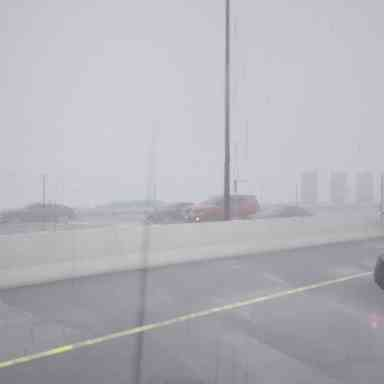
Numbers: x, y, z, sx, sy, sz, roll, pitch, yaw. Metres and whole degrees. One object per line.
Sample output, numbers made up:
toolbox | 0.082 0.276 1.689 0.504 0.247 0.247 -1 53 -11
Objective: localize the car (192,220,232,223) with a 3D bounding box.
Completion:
car | 2.028 1.179 21.822 5.566 2.045 2.150 0 0 -31

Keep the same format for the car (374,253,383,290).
car | 6.113 1.563 7.657 4.181 1.385 1.994 0 0 -32

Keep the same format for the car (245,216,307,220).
car | 5.322 1.498 19.704 4.674 1.442 1.812 0 0 -30
